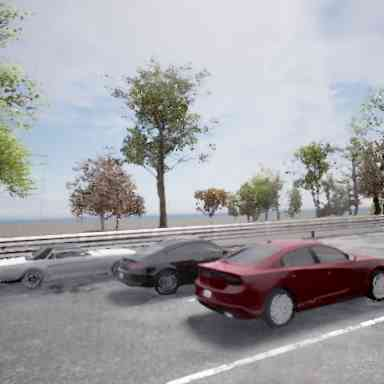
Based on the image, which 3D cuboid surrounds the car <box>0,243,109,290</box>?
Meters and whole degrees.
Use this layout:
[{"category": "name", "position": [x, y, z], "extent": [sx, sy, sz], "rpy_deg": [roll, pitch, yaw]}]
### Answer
[{"category": "car", "position": [-4.295, 2.504, 11.991], "extent": [4.718, 1.301, 1.895], "rpy_deg": [0, -4, -29]}]

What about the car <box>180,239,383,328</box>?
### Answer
[{"category": "car", "position": [2.465, 1.826, 7.713], "extent": [5.008, 1.535, 1.882], "rpy_deg": [0, -4, -28]}]

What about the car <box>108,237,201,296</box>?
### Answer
[{"category": "car", "position": [0.041, 2.144, 10.367], "extent": [4.674, 1.442, 1.812], "rpy_deg": [0, -4, -28]}]
